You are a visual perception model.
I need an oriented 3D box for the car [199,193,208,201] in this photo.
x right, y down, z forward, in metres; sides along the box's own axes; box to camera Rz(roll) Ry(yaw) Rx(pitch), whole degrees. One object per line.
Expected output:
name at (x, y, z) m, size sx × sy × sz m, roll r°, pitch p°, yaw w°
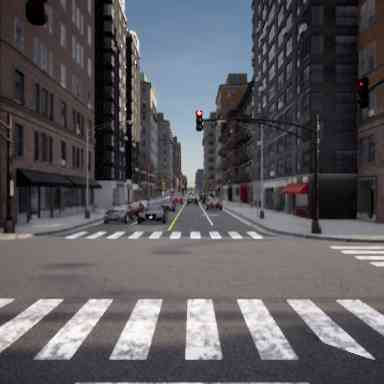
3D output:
car at (2.698, 1.260, 79.423) m, size 2.192 × 1.841 × 5.009 m, roll 0°, pitch 0°, yaw 0°

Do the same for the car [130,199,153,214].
car at (-5.360, 1.506, 35.633) m, size 1.752 × 1.417 × 4.829 m, roll 0°, pitch 0°, yaw 0°

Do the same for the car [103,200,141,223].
car at (-5.368, 1.539, 24.894) m, size 2.008 × 1.369 × 4.403 m, roll 0°, pitch 0°, yaw 0°

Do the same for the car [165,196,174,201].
car at (-5.326, 1.527, 79.433) m, size 1.802 × 1.307 × 4.206 m, roll 0°, pitch 0°, yaw 0°

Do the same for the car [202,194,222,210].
car at (2.670, 1.416, 41.243) m, size 1.967 × 1.590 × 4.097 m, roll 0°, pitch 0°, yaw 0°

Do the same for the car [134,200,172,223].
car at (-2.829, 1.552, 24.860) m, size 1.994 × 1.385 × 4.181 m, roll 0°, pitch 0°, yaw 0°

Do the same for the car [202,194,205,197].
car at (3.063, 1.467, 54.928) m, size 1.837 × 1.490 × 4.892 m, roll 0°, pitch 0°, yaw 0°

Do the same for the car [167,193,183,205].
car at (-2.708, 1.171, 59.162) m, size 2.150 × 2.045 × 5.566 m, roll 0°, pitch 0°, yaw 0°

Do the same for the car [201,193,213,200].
car at (3.029, 1.185, 61.958) m, size 2.150 × 2.045 × 5.566 m, roll 0°, pitch 0°, yaw 0°

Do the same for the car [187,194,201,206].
car at (0.094, 1.468, 55.017) m, size 1.837 × 1.490 × 4.892 m, roll 0°, pitch 0°, yaw 0°

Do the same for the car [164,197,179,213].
car at (-2.821, 1.541, 36.756) m, size 1.994 × 1.385 × 4.181 m, roll 0°, pitch 0°, yaw 0°
